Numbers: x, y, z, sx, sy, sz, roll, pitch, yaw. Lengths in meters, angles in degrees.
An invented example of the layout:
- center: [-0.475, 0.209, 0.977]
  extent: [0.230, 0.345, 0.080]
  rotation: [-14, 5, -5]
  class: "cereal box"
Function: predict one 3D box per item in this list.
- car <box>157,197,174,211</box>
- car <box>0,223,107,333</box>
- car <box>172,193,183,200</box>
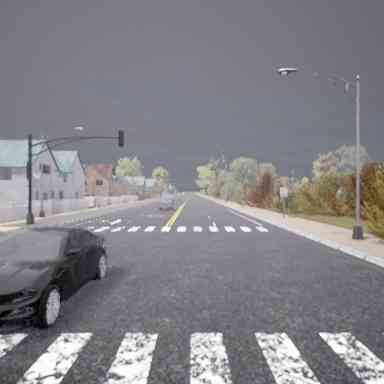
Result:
- center: [-3.273, 1.691, 42.538]
  extent: [1.812, 1.442, 4.674]
  rotation: [0, 0, 0]
  class: "car"
- center: [-3.255, 1.510, 7.191]
  extent: [1.882, 1.535, 5.008]
  rotation: [0, 0, 0]
  class: "car"
- center: [-3.294, 1.286, 76.718]
  extent: [2.150, 2.045, 5.566]
  rotation: [0, 0, 0]
  class: "car"
